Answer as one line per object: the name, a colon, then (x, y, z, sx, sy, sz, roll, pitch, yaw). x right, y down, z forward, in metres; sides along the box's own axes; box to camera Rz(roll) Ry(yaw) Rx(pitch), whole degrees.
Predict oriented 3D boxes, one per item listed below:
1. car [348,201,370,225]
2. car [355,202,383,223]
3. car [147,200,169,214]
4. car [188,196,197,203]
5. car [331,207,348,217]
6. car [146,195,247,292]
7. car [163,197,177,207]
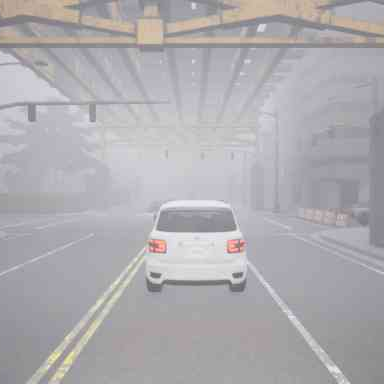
car: (13.270, 1.452, 22.100, 4.974, 1.542, 2.038, 0, 0, -20)
car: (13.318, 1.295, 22.118, 4.536, 1.218, 1.853, 0, 0, -20)
car: (-3.587, 1.562, 35.976, 1.994, 1.385, 4.181, 0, 0, 0)
car: (0.124, 1.525, 68.171, 1.812, 1.442, 4.674, 0, 0, 0)
car: (13.645, 1.295, 26.237, 4.536, 1.218, 1.853, 0, 0, 25)
car: (0.082, 1.221, 9.051, 2.150, 2.045, 5.566, 0, 0, 0)
car: (-3.557, 1.562, 53.773, 1.994, 1.385, 4.181, 0, 0, 0)
